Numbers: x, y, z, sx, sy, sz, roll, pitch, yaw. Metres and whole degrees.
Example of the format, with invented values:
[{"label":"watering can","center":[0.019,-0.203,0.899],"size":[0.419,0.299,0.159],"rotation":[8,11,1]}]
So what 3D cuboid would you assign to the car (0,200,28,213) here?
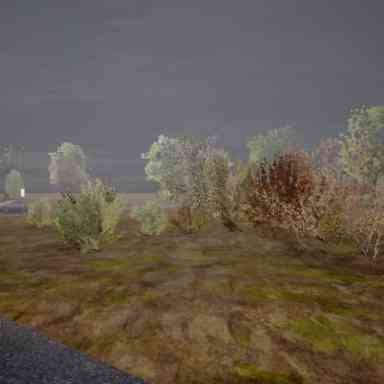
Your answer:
[{"label":"car","center":[-19.675,1.577,36.548],"size":[1.994,1.385,4.181],"rotation":[0,0,37]}]
